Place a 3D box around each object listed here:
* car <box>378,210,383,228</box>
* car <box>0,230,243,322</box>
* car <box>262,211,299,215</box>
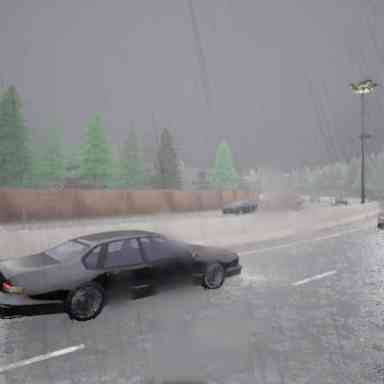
[{"bbox_3d":[13.237,1.536,21.219,1.812,1.442,4.674,0,0,41],"label":"car"},{"bbox_3d":[-1.329,1.568,7.296,5.357,1.411,2.033,0,0,-38],"label":"car"},{"bbox_3d":[6.832,1.540,24.783,1.837,1.490,4.892,0,0,42],"label":"car"}]
